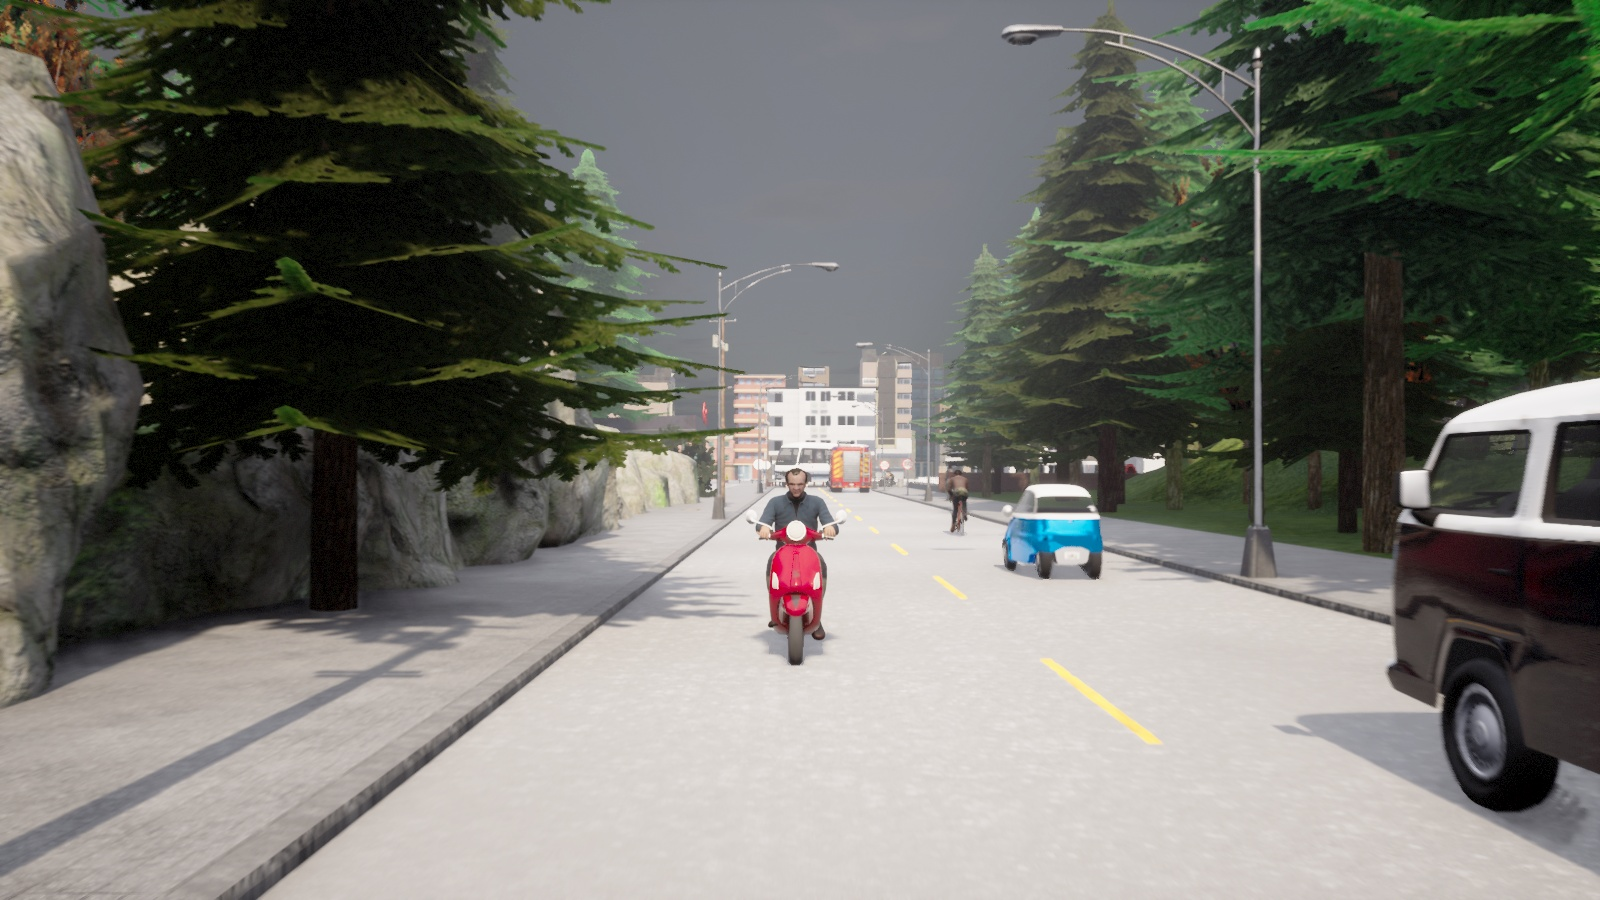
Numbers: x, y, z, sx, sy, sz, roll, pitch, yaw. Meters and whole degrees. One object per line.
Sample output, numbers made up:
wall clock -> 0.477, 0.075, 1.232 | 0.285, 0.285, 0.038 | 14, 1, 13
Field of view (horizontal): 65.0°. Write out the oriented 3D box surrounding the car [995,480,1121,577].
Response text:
car -> 3.954, 1.180, 19.510 | 1.481, 1.376, 2.207 | 0, -1, 0

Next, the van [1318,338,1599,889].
van -> 3.987, 0.604, 4.889 | 2.069, 2.038, 4.480 | 0, -1, 0

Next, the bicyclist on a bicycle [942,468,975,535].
bicyclist on a bicycle -> 3.926, 1.274, 31.184 | 0.582, 1.620, 1.656 | 0, -1, 0

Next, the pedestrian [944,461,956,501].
pedestrian -> 7.380, 1.528, 61.734 | 0.402, 1.930, 0.666 | 0, -1, -11

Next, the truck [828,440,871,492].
truck -> 3.733, 1.238, 95.782 | 2.891, 3.827, 8.468 | 0, -1, 0

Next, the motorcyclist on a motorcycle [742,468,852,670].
motorcyclist on a motorcycle -> -0.026, 0.949, 10.799 | 0.866, 1.590, 1.817 | 0, -1, 0
